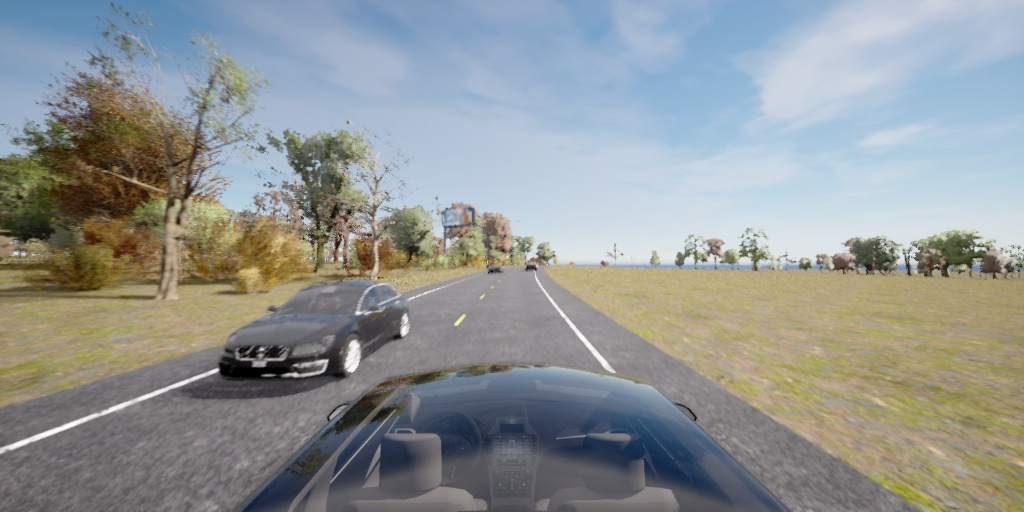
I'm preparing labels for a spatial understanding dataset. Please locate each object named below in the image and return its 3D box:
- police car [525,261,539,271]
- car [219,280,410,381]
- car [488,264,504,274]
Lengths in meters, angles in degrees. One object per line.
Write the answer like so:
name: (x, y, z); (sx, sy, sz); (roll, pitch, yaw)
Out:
police car: (3.345, 1.749, 62.155); (1.930, 1.638, 5.238); (0, -1, 4)
car: (-3.563, 1.302, 7.514); (1.837, 1.490, 4.892); (0, -1, 1)
car: (-2.165, 1.782, 48.955); (1.895, 1.301, 4.718); (0, -1, 4)
